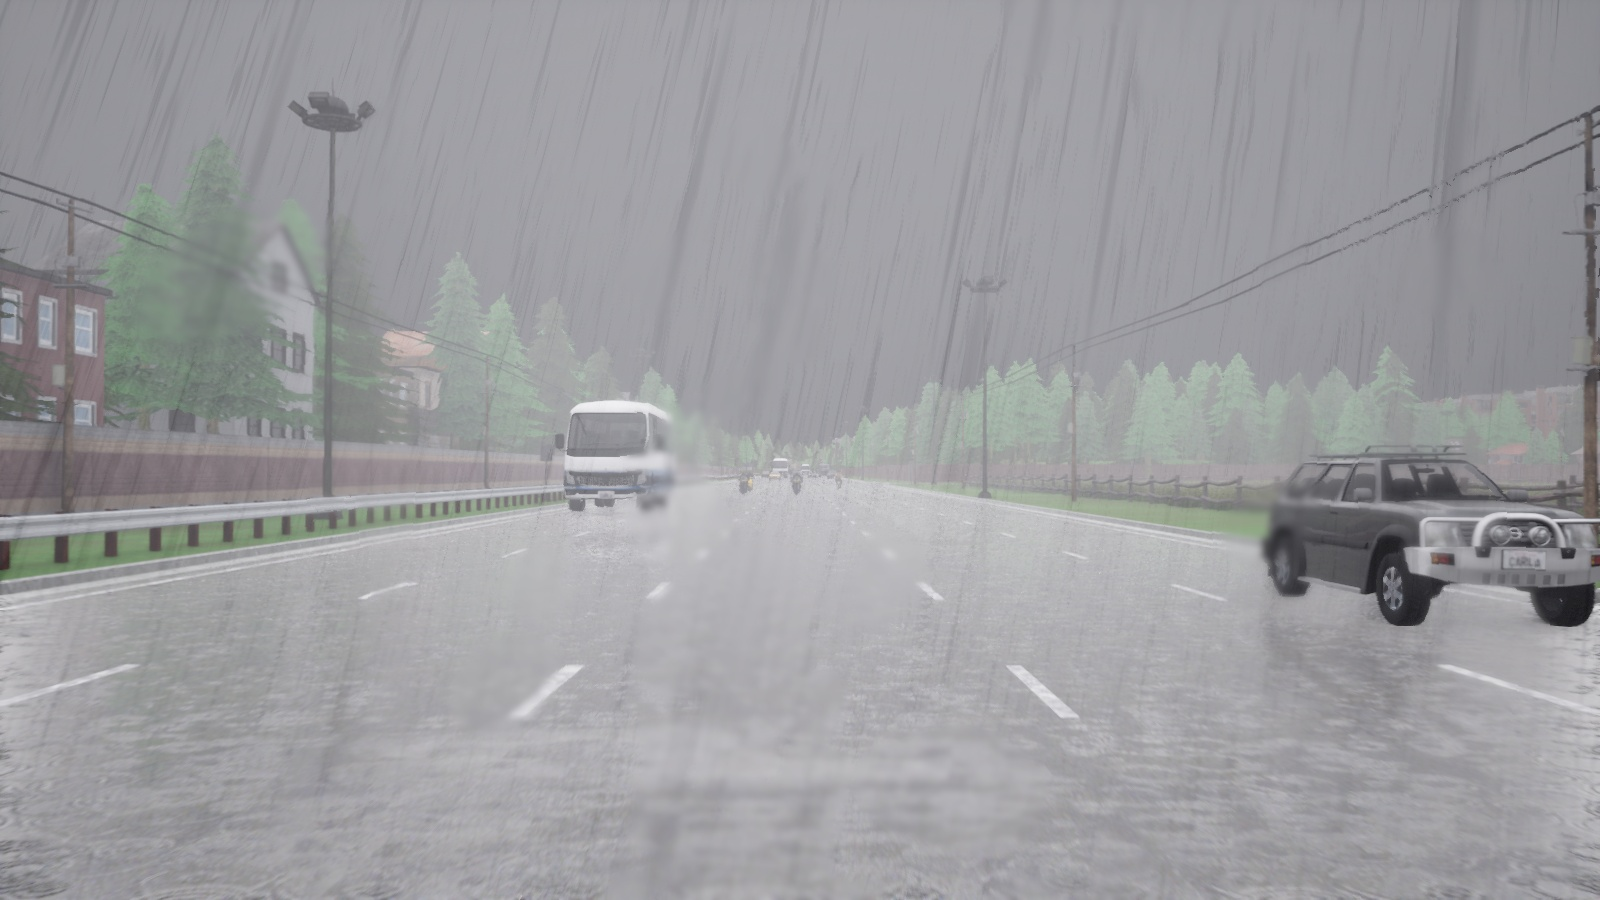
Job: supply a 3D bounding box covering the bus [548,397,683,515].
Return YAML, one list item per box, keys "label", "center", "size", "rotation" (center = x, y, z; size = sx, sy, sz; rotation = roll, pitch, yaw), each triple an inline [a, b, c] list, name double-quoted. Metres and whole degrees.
- label: "bus"
  center: [-7.127, 0.312, 50.493]
  size: [3.944, 4.253, 10.273]
  rotation: [0, -1, 0]

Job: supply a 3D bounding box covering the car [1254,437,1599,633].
- label: "car"
  center: [6.965, 0.842, 14.237]
  size: [1.932, 1.855, 4.605]
  rotation: [0, -1, 0]
